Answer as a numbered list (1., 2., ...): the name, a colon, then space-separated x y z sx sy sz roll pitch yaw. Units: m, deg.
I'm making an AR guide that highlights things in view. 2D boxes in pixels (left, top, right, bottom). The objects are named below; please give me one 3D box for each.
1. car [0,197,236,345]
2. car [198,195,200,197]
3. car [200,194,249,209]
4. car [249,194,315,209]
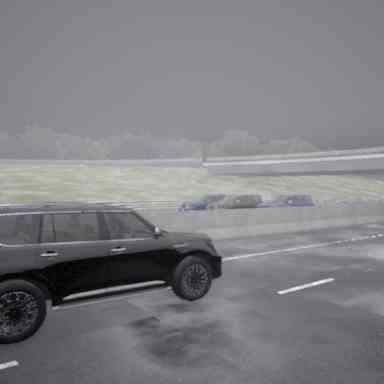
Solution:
1. car: -1.976 1.221 6.636 5.566 2.045 2.150 0 0 -35
2. car: 1.491 1.226 30.822 5.566 2.045 2.150 0 0 -35
3. car: 3.745 1.227 28.130 5.566 2.045 2.150 0 0 -35
4. car: 7.469 1.228 26.483 5.566 2.045 2.150 0 0 -35
